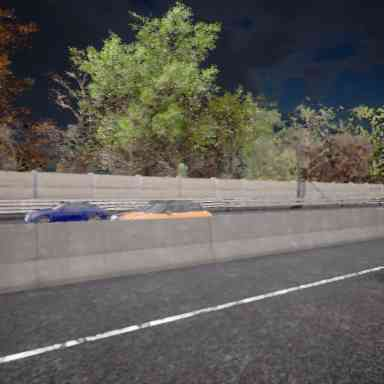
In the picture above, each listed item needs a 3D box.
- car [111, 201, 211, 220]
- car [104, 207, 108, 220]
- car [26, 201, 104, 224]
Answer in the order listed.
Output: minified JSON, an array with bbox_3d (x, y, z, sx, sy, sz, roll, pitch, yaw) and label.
[{"bbox_3d":[-1.237,1.214,15.823,4.553,1.767,2.097,0,1,-34],"label":"car"},{"bbox_3d":[-2.231,1.317,19.383,4.902,1.511,2.128,0,1,-34],"label":"car"},{"bbox_3d":[-7.439,1.293,20.104,4.674,1.442,1.812,0,1,-34],"label":"car"}]
